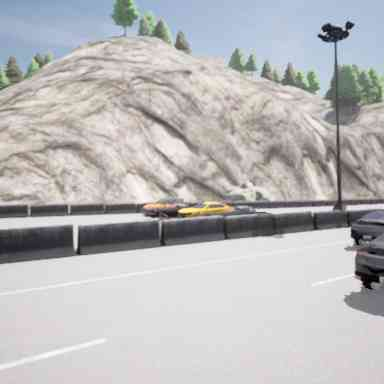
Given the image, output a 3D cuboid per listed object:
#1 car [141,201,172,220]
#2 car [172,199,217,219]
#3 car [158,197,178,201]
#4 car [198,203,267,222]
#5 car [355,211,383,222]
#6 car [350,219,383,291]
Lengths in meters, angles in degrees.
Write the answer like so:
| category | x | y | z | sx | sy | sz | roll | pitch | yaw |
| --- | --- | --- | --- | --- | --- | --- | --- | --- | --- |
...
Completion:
| category | x | y | z | sx | sy | sz | roll | pitch | yaw |
| --- | --- | --- | --- | --- | --- | --- | --- | --- | --- |
| car | -1.653 | 1.662 | 28.614 | 4.718 | 1.301 | 1.895 | 0 | 0 | -36 |
| car | 1.226 | 1.542 | 26.368 | 5.008 | 1.535 | 1.882 | 0 | 0 | -36 |
| car | -2.600 | 1.419 | 32.235 | 4.553 | 1.767 | 2.097 | 0 | 0 | -36 |
| car | 3.066 | 1.664 | 23.382 | 4.718 | 1.301 | 1.895 | 0 | 0 | -36 |
| car | 8.748 | 1.551 | 14.292 | 4.902 | 1.511 | 2.128 | 0 | 0 | -36 |
| car | 5.776 | 1.527 | 7.870 | 4.902 | 1.511 | 2.128 | 0 | 0 | -36 |
